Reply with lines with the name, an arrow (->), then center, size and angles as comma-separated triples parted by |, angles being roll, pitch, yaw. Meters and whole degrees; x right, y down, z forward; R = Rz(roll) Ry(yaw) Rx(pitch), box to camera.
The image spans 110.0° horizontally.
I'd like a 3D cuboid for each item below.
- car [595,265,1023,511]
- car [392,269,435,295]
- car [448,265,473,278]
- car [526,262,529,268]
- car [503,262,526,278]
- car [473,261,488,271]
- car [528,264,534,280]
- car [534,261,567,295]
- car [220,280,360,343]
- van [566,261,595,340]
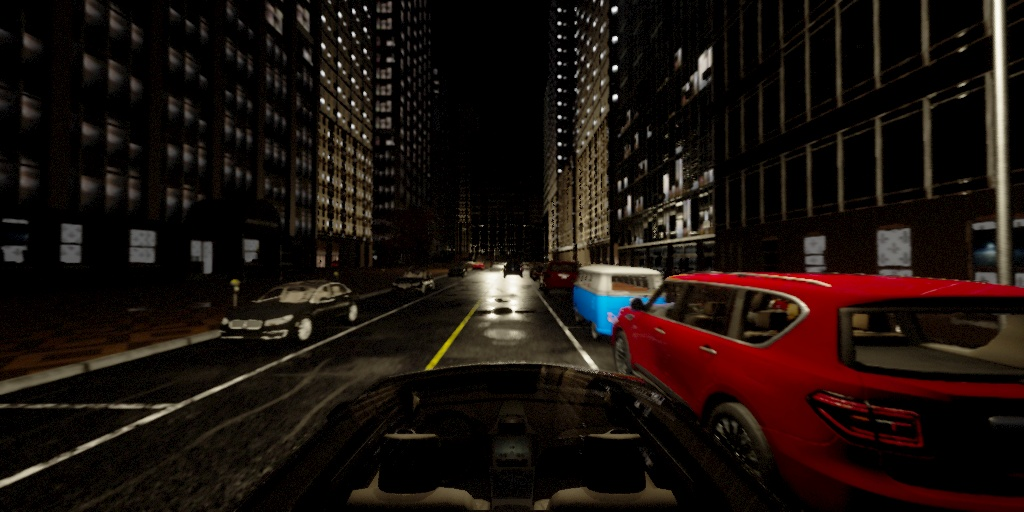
car -> 2.693, 1.085, 4.169 | 2.192, 1.841, 5.009 | 0, 0, 0
car -> -5.683, 1.458, 21.073 | 2.007, 1.370, 4.403 | 0, 0, 0
car -> -5.677, 1.594, 38.001 | 2.007, 1.370, 4.403 | 0, 0, 0
car -> 2.704, 1.569, 38.187 | 1.751, 1.417, 4.829 | 0, 0, 0
car -> 0.111, 1.399, 38.487 | 2.097, 1.767, 4.553 | 0, 0, 0
car -> -5.669, 1.766, 60.571 | 1.888, 1.381, 4.507 | 0, 0, 0
car -> 2.702, 1.580, 32.376 | 1.802, 1.307, 4.207 | 0, 0, 0
car -> 2.699, 1.222, 21.093 | 2.192, 1.841, 5.009 | 0, 0, 0
car -> -5.686, 1.366, 9.788 | 2.007, 1.370, 4.403 | 0, 0, 0
van -> 2.695, 1.157, 9.811 | 1.690, 1.789, 3.998 | 0, 0, 0
